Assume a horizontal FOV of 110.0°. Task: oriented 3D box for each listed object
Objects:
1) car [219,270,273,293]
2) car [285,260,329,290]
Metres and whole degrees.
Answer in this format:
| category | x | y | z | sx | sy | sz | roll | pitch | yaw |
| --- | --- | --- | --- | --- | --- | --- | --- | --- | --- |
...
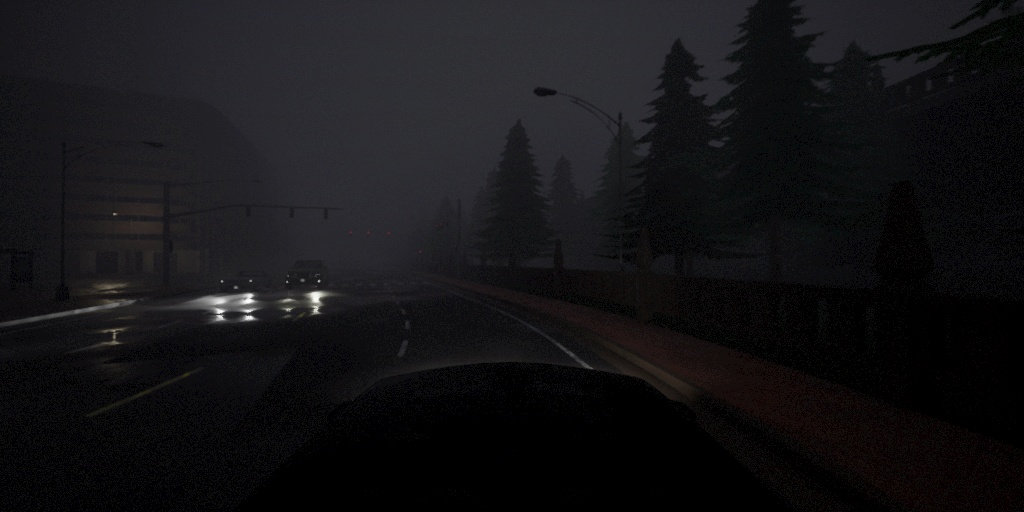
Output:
| category | x | y | z | sx | sy | sz | roll | pitch | yaw |
| --- | --- | --- | --- | --- | --- | --- | --- | --- | --- |
| car | -17.546 | 1.632 | 23.833 | 1.895 | 1.301 | 4.718 | 0 | -1 | -21 |
| car | -14.545 | 1.266 | 25.781 | 2.150 | 2.045 | 5.566 | 0 | -1 | -21 |
